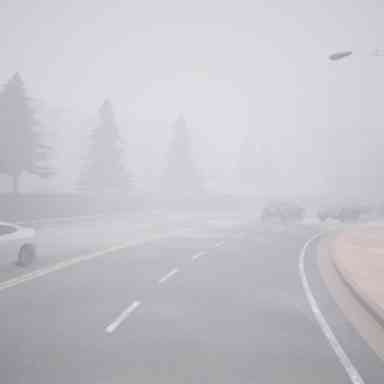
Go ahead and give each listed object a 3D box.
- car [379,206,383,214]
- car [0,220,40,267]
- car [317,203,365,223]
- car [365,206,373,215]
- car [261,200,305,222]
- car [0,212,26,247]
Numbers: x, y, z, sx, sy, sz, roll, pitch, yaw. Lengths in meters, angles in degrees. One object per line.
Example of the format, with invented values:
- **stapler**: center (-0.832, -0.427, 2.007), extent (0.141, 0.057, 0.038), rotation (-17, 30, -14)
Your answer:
- **car**: center (21.372, 1.753, 33.808), extent (5.357, 1.411, 2.033), rotation (0, 0, -27)
- **car**: center (-5.983, 1.477, 8.696), extent (1.812, 1.442, 4.674), rotation (0, 0, 12)
- **car**: center (12.004, 1.721, 26.987), extent (1.895, 1.301, 4.718), rotation (0, 0, 45)
- **car**: center (17.110, 1.770, 35.296), extent (4.718, 1.301, 1.895), rotation (1, 0, -33)
- **car**: center (7.545, 1.433, 27.256), extent (2.097, 1.767, 4.553), rotation (0, 0, 40)
- **car**: center (-8.759, 1.530, 12.451), extent (1.895, 1.301, 4.718), rotation (0, 0, 16)
